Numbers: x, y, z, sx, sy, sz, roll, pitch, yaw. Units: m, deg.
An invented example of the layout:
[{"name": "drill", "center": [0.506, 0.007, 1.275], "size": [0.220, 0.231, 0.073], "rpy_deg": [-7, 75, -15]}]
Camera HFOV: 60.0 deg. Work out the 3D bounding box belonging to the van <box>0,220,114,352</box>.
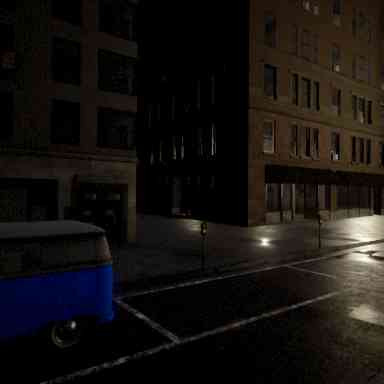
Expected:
[{"name": "van", "center": [-3.091, 1.341, 4.548], "size": [3.998, 1.788, 1.690], "rpy_deg": [0, 1, -36]}]
